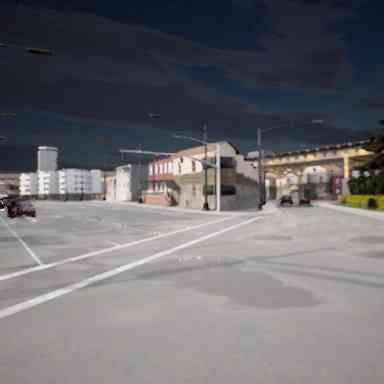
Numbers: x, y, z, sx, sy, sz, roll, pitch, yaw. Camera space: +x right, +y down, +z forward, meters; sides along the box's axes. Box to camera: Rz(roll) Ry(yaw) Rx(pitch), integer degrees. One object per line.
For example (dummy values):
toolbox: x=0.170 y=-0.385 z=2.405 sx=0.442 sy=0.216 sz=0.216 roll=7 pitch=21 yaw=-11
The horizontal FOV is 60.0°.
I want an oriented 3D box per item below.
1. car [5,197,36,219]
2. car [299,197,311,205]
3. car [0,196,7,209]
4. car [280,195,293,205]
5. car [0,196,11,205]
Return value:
car: x=-16.450 y=1.571 z=32.140 sx=2.097 sy=1.767 sz=4.553 roll=0 pitch=0 yaw=-32
car: x=22.882 y=1.805 z=67.549 sx=1.882 sy=1.535 sz=5.008 roll=-1 pitch=-1 yaw=12
car: x=-25.703 y=1.491 z=46.744 sx=1.837 sy=1.490 sz=4.892 roll=0 pitch=1 yaw=-32
car: x=19.468 y=1.585 z=68.334 sx=2.150 sy=2.045 sz=5.566 roll=-1 pitch=-1 yaw=12
car: x=-34.114 y=1.475 z=60.161 sx=2.033 sy=1.411 sz=5.357 roll=0 pitch=0 yaw=-32
